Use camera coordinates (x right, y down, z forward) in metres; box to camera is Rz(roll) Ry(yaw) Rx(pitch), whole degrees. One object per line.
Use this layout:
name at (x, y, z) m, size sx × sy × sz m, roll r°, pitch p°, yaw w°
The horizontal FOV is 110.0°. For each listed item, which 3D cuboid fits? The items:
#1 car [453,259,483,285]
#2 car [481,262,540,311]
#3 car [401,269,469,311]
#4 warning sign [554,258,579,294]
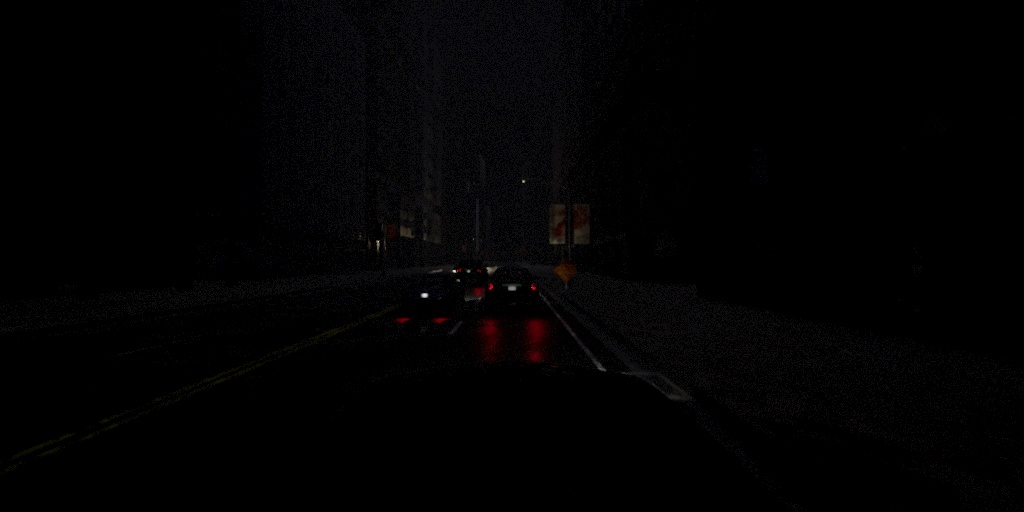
car at (-3.232, 1.251, 29.452) m, size 2.150 × 2.045 × 5.566 m, roll 0°, pitch 0°, yaw 0°
car at (0.026, 1.235, 15.283) m, size 2.097 × 1.767 × 4.553 m, roll 0°, pitch -1°, yaw 1°
car at (-3.222, 1.450, 15.326) m, size 1.994 × 1.385 × 4.181 m, roll 0°, pitch 0°, yaw 1°
warning sign at (2.854, 1.034, 18.827) m, size 1.300 × 1.860 × 1.060 m, roll 0°, pitch 0°, yaw 0°
